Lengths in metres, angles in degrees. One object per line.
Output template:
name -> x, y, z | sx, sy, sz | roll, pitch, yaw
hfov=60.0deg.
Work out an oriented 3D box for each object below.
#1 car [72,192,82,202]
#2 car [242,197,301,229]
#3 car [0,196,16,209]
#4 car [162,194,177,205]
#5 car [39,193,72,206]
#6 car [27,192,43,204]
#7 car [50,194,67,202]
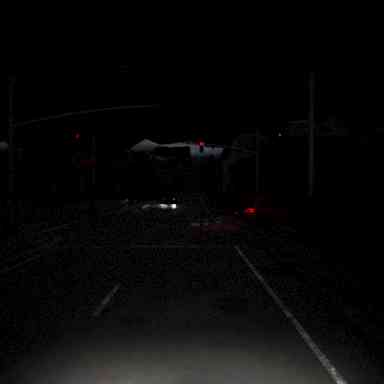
car -> -22.634, 0.948, 64.172 | 1.905, 1.878, 3.866 | 0, 0, 0
car -> 6.023, 1.386, 21.274 | 5.566, 2.045, 2.150 | 2, 0, 0
car -> -22.572, 1.228, 39.245 | 1.970, 1.475, 3.806 | 0, 0, 0
car -> -3.563, 1.086, 53.020 | 2.097, 1.767, 4.553 | 0, 0, 0
car -> -18.929, 1.258, 46.304 | 2.007, 1.523, 4.514 | 0, 0, 0
car -> -25.899, 1.008, 56.294 | 1.932, 1.855, 4.605 | 0, 0, 0
car -> -25.961, 1.229, 64.775 | 1.970, 1.475, 3.806 | 0, 0, 0
